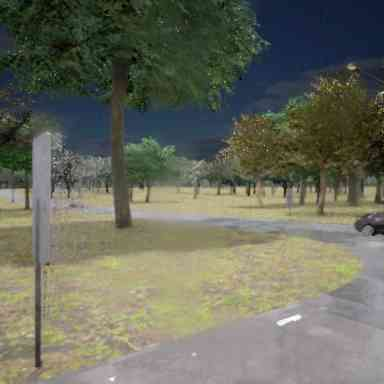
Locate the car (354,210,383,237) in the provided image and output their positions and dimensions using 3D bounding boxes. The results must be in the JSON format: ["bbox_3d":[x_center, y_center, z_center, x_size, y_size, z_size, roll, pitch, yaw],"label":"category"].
[{"bbox_3d":[11.067,1.695,17.371,1.837,1.490,4.892,0,-2,-35],"label":"car"}]

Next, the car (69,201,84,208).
[{"bbox_3d":[-22.907,2.467,65.800,2.128,1.511,4.902,0,0,-35],"label":"car"}]
